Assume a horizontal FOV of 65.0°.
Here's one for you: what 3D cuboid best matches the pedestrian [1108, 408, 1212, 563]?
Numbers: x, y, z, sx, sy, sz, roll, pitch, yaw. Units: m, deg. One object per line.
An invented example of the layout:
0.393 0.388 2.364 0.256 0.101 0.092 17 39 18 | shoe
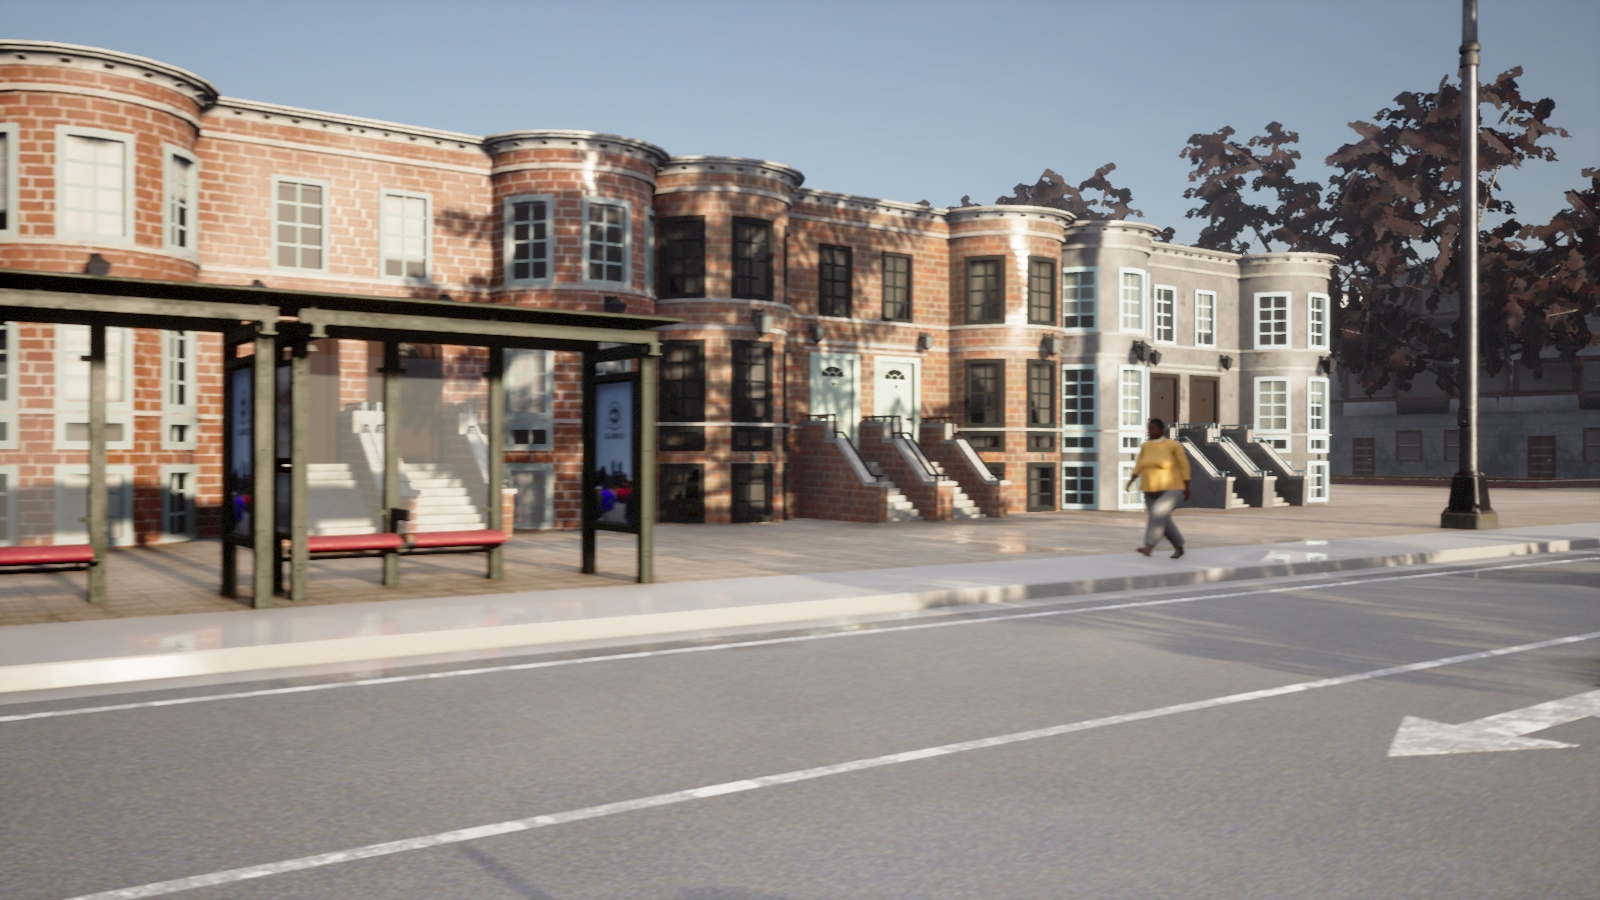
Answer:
4.491 0.430 15.697 0.900 1.855 0.874 0 0 -36 | pedestrian
